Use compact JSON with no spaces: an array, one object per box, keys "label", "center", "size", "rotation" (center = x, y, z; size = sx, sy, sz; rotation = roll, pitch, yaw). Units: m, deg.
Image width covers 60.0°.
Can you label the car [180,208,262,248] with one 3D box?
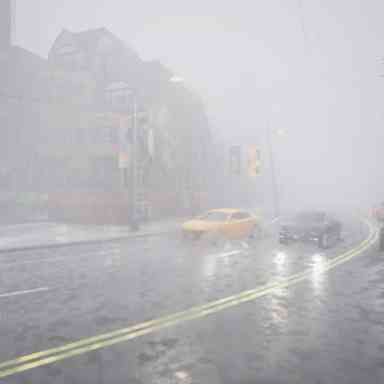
[{"label":"car","center":[1.489,1.545,15.620],"size":[1.882,1.535,5.008],"rotation":[0,0,39]}]

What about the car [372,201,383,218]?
[{"label":"car","center":[16.097,1.469,27.186],"size":[2.097,1.767,4.553],"rotation":[0,0,23]}]

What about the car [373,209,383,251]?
[{"label":"car","center":[8.969,1.567,13.682],"size":[1.837,1.490,4.892],"rotation":[0,0,36]}]

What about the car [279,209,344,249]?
[{"label":"car","center":[5.566,1.573,15.197],"size":[1.837,1.490,4.892],"rotation":[0,-1,36]}]
